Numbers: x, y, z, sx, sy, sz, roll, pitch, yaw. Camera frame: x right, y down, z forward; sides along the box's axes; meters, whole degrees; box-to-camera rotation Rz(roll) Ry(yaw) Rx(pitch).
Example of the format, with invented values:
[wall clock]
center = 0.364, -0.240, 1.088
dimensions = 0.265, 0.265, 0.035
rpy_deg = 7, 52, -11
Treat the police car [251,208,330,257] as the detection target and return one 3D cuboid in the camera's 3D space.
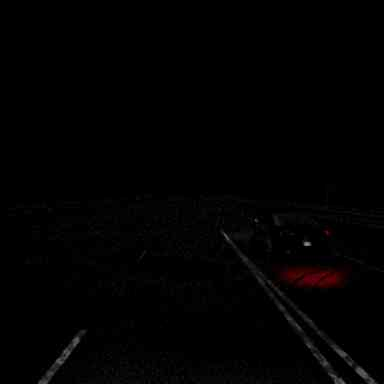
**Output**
[police car]
center = 3.594, 1.442, 13.126
dimensions = 1.930, 1.638, 5.238
rpy_deg = 0, 0, -1
